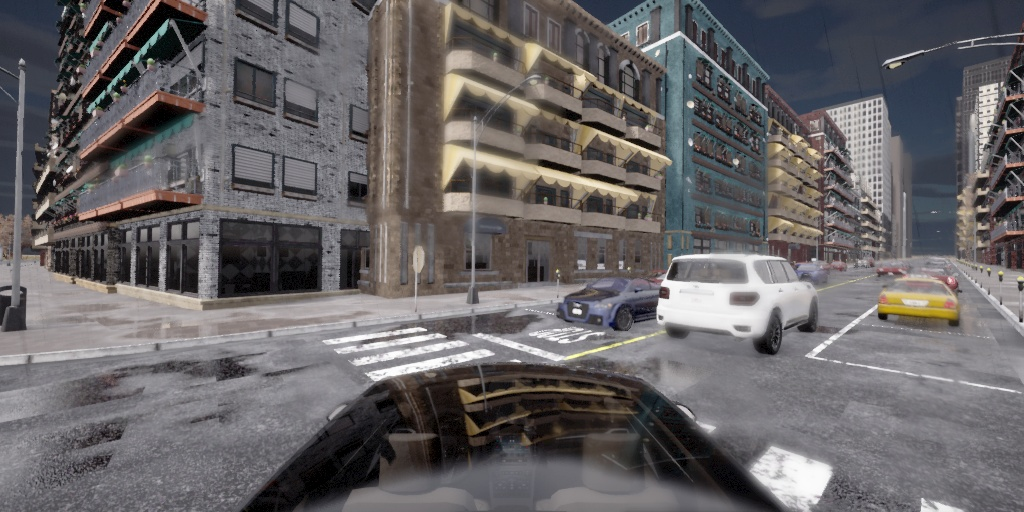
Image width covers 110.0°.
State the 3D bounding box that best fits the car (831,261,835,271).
[{"bbox_3d":[33.101,1.222,38.980,4.097,1.591,1.967,0,0,-40],"label":"car"}]

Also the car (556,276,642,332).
[{"bbox_3d":[3.313,1.329,10.980,4.181,1.385,1.994,0,0,-39],"label":"car"}]

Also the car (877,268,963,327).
[{"bbox_3d":[13.009,1.279,11.467,4.829,1.417,1.751,0,0,-40],"label":"car"}]

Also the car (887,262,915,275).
[{"bbox_3d":[44.153,1.366,40.646,4.718,1.301,1.895,0,0,-39],"label":"car"}]

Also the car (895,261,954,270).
[{"bbox_3d":[21.414,1.198,18.424,4.097,1.591,1.967,0,0,-40],"label":"car"}]

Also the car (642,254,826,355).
[{"bbox_3d":[5.820,0.978,9.013,5.566,2.045,2.150,0,0,-40],"label":"car"}]

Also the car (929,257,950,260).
[{"bbox_3d":[47.022,1.198,39.624,4.097,1.591,1.967,0,0,-40],"label":"car"}]

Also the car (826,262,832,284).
[{"bbox_3d":[21.043,1.300,25.611,4.674,1.442,1.812,0,0,-40],"label":"car"}]

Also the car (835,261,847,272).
[{"bbox_3d":[41.638,1.325,46.047,4.507,1.381,1.888,0,0,-40],"label":"car"}]

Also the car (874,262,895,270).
[{"bbox_3d":[36.416,1.368,34.224,4.718,1.301,1.895,0,0,-40],"label":"car"}]
